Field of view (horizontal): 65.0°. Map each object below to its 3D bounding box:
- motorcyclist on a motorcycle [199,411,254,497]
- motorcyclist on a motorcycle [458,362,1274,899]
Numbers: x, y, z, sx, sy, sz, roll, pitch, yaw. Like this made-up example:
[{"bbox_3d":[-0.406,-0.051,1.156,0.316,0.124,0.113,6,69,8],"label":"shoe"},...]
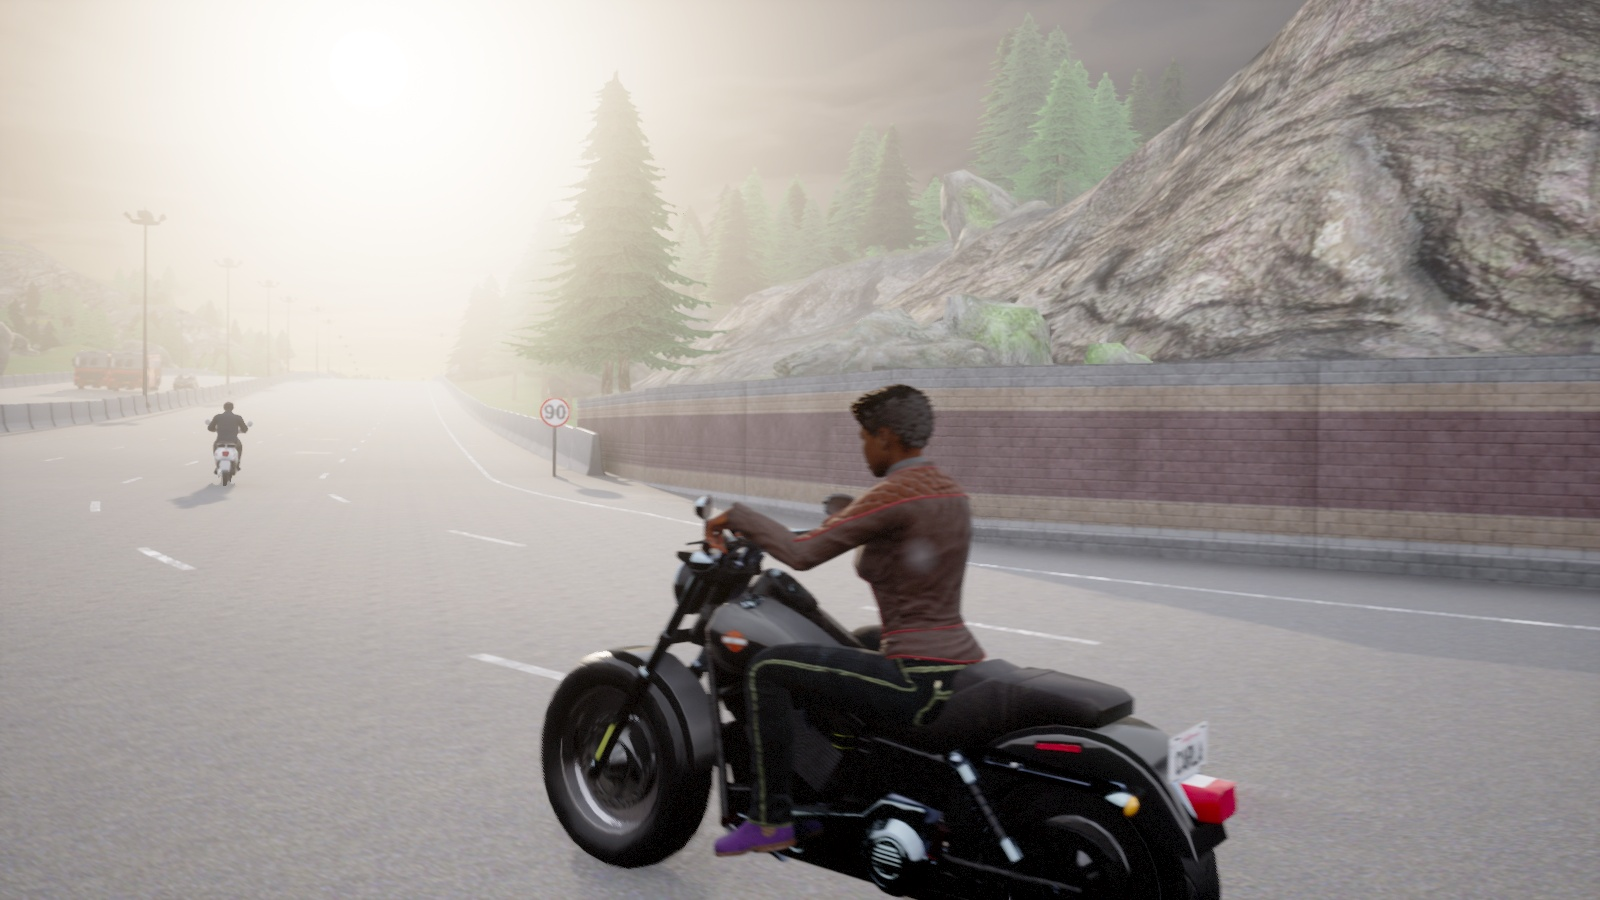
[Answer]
[{"bbox_3d":[-11.045,0.060,24.222,0.866,1.590,1.817,0,1,-22],"label":"motorcyclist on a motorcycle"},{"bbox_3d":[0.060,0.610,3.702,2.350,1.649,0.766,1,1,37],"label":"motorcyclist on a motorcycle"}]
